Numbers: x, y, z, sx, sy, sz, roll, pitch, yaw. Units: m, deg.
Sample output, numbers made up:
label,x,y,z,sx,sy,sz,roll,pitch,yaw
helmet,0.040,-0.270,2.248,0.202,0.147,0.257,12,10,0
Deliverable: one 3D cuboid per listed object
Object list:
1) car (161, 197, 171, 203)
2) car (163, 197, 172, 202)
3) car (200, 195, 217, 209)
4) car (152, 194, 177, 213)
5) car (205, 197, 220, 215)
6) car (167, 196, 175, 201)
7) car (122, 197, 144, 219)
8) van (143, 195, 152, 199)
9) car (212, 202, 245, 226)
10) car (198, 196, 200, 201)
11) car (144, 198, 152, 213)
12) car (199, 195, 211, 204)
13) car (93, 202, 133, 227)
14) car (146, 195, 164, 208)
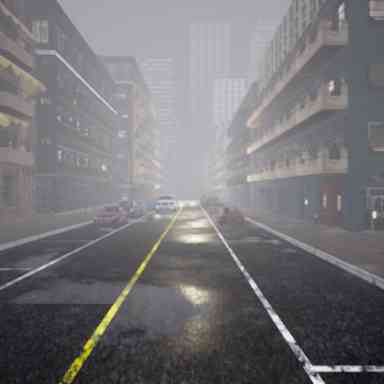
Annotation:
label,x,y,z,sx,sy,sz,roll,pitch,yaw
car,-5.739,1.764,73.926,1.802,1.307,4.206,-1,0,0
car,-5.742,1.778,79.528,1.802,1.307,4.206,-1,0,0
car,2.653,1.425,45.892,2.192,1.841,5.009,-1,0,0
car,-3.020,1.313,39.551,2.150,2.045,5.566,0,0,0
car,2.662,1.609,34.858,1.752,1.417,4.829,-1,0,0
car,-5.748,1.775,90.732,2.008,1.369,4.403,-1,0,0
car,-5.683,1.512,29.110,1.967,1.590,4.097,-1,0,0
van,-5.691,1.440,40.314,1.690,1.788,3.998,-1,0,0
car,2.669,1.638,23.483,1.802,1.307,4.206,-1,0,0
car,2.647,1.453,57.096,2.192,1.841,5.009,-1,0,0
car,-5.685,1.636,34.711,2.008,1.369,4.403,-1,0,0
car,2.641,1.481,68.300,2.192,1.841,5.009,-1,0,0
car,-5.678,1.640,23.508,1.802,1.307,4.206,-1,0,0
car,-5.720,1.441,51.518,2.192,1.841,5.009,-1,0,0
